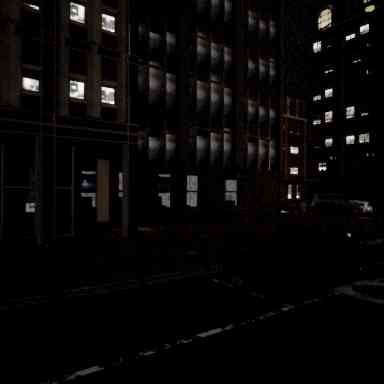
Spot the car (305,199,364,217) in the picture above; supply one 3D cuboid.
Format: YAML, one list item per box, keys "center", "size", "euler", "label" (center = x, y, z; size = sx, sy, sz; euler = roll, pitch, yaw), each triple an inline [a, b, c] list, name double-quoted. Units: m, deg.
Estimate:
- center: [12.845, 1.533, 30.199]
  size: [1.802, 1.307, 4.206]
  euler: [0, 0, -36]
  label: "car"

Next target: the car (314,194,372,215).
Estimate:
- center: [14.420, 1.183, 32.445]
  size: [2.150, 2.045, 5.566]
  euler: [0, 0, -36]
  label: "car"

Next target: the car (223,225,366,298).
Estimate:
- center: [2.771, 1.567, 8.535]
  size: [4.313, 1.339, 1.947]
  euler: [0, 0, -36]
  label: "car"

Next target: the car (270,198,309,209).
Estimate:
- center: [12.951, 1.498, 44.425]
  size: [1.752, 1.417, 4.829]
  euler: [0, 0, -36]
  label: "car"

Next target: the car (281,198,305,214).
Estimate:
- center: [9.643, 1.466, 34.662]
  size: [1.752, 1.417, 4.829]
  euler: [0, 0, -36]
  label: "car"
